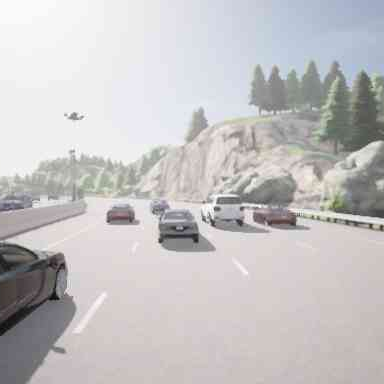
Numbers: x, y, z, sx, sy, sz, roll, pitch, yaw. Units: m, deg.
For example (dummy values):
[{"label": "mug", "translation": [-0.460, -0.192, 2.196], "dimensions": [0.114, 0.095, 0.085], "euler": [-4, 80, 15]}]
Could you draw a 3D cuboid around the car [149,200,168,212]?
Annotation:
[{"label": "car", "translation": [-3.468, 1.511, 35.163], "dimensions": [2.033, 1.411, 5.357], "euler": [0, 0, -11]}]

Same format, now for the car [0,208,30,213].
[{"label": "car", "translation": [-17.554, 1.215, 33.212], "dimensions": [2.150, 2.045, 5.566], "euler": [0, 0, -12]}]

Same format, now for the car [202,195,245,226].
[{"label": "car", "translation": [2.012, 1.189, 23.022], "dimensions": [2.150, 2.045, 5.566], "euler": [0, 0, -7]}]

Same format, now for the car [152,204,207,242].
[{"label": "car", "translation": [-0.743, 1.529, 16.177], "dimensions": [2.033, 1.411, 5.357], "euler": [0, 0, -5]}]

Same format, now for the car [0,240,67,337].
[{"label": "car", "translation": [-3.589, 1.478, 5.264], "dimensions": [1.882, 1.535, 5.008], "euler": [0, 0, -2]}]

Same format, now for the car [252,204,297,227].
[{"label": "car", "translation": [5.535, 1.525, 22.824], "dimensions": [1.994, 1.385, 4.181], "euler": [0, 0, -7]}]

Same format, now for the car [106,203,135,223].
[{"label": "car", "translation": [-5.461, 1.543, 25.814], "dimensions": [1.994, 1.385, 4.181], "euler": [0, 0, -8]}]
